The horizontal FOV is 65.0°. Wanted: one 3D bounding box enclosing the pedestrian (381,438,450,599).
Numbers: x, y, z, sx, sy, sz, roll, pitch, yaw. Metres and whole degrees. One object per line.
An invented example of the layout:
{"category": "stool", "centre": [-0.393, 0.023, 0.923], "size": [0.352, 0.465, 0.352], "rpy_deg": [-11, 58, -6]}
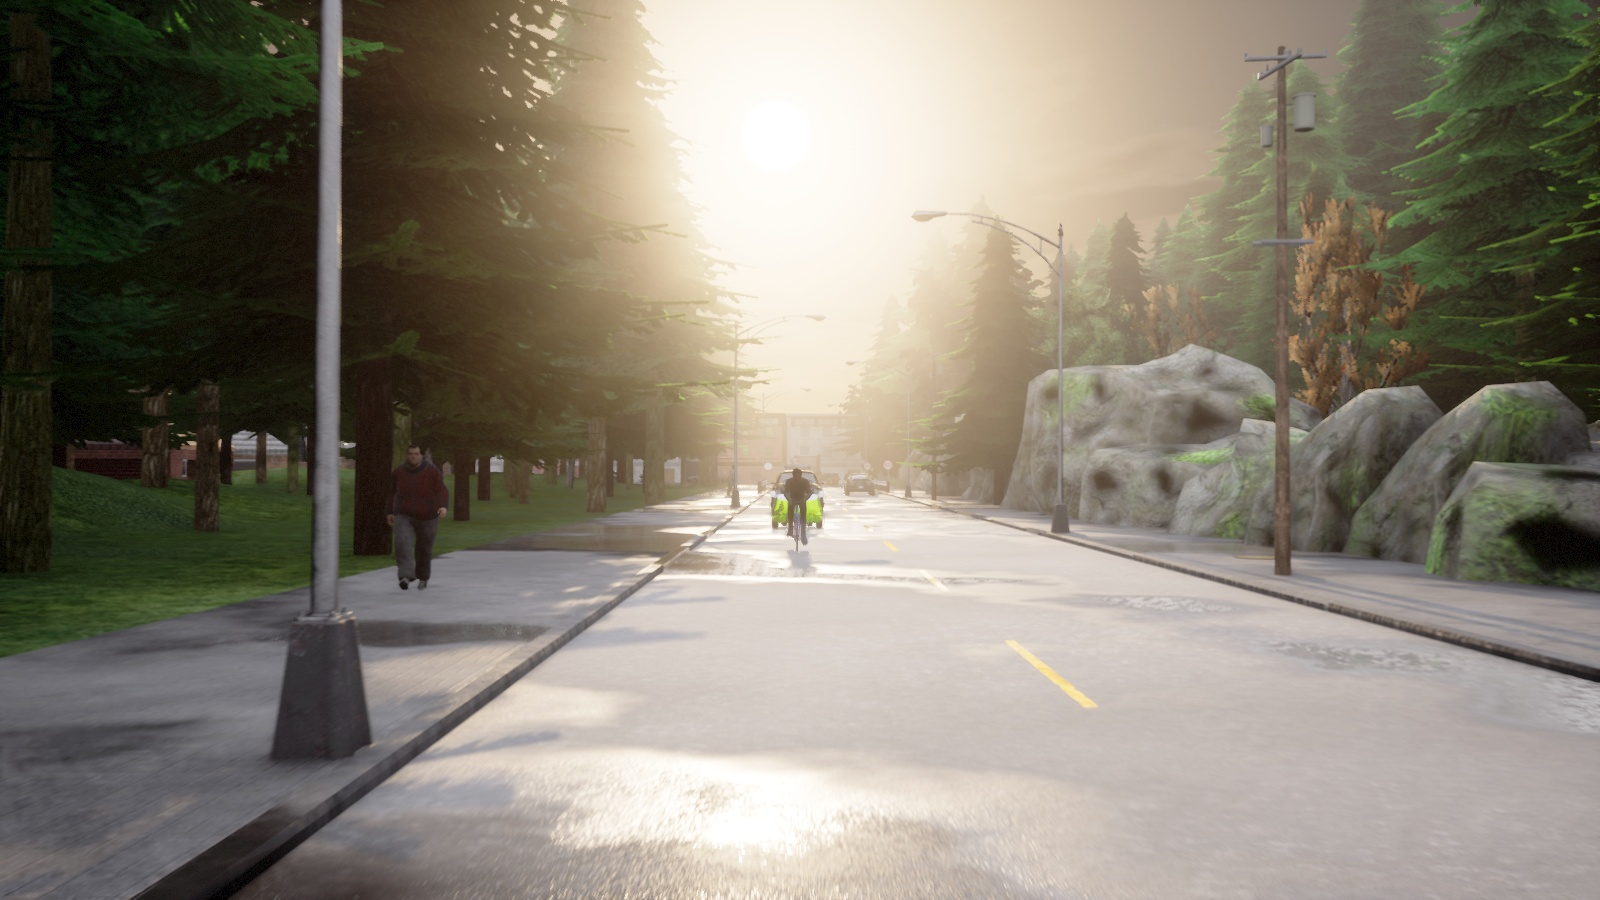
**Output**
{"category": "pedestrian", "centre": [-4.546, 0.792, 14.894], "size": [0.634, 1.844, 0.899], "rpy_deg": [0, -1, -7]}

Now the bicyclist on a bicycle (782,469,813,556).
{"category": "bicyclist on a bicycle", "centre": [-0.044, 1.175, 24.348], "size": [0.582, 1.620, 1.656], "rpy_deg": [0, -1, 0]}

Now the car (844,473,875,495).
{"category": "car", "centre": [3.858, 2.192, 81.663], "size": [1.812, 1.442, 4.674], "rpy_deg": [0, -1, 0]}

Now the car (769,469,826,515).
{"category": "car", "centre": [-0.084, 1.536, 47.295], "size": [2.033, 1.649, 4.856], "rpy_deg": [0, -1, 0]}

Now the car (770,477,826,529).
{"category": "car", "centre": [-0.061, 1.449, 34.627], "size": [1.481, 1.376, 2.207], "rpy_deg": [0, -1, 0]}
